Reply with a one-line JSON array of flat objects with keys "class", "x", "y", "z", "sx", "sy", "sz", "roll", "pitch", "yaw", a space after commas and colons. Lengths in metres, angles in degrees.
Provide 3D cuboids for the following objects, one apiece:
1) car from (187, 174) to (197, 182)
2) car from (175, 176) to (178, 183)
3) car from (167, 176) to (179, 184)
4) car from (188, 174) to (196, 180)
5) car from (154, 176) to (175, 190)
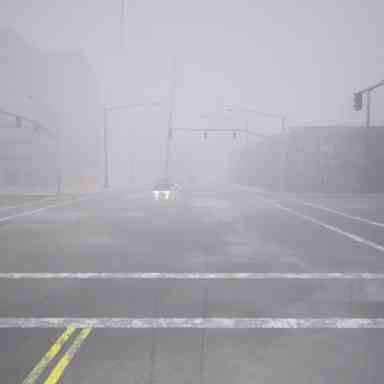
[{"class": "car", "x": 0.026, "y": -2.968, "z": 70.897, "sx": 1.994, "sy": 1.385, "sz": 4.181, "roll": 0, "pitch": 4, "yaw": 0}, {"class": "car", "x": -3.575, "y": -1.689, "z": 51.330, "sx": 1.837, "sy": 1.490, "sz": 4.892, "roll": 0, "pitch": 4, "yaw": 0}, {"class": "car", "x": -3.543, "y": -2.275, "z": 61.449, "sx": 1.895, "sy": 1.301, "sz": 4.718, "roll": 0, "pitch": 4, "yaw": 0}, {"class": "car", "x": 0.030, "y": -3.693, "z": 80.724, "sx": 2.033, "sy": 1.411, "sz": 5.357, "roll": 0, "pitch": 4, "yaw": 0}, {"class": "car", "x": -3.583, "y": -0.961, "z": 41.423, "sx": 1.994, "sy": 1.385, "sz": 4.181, "roll": 0, "pitch": 4, "yaw": 0}]
